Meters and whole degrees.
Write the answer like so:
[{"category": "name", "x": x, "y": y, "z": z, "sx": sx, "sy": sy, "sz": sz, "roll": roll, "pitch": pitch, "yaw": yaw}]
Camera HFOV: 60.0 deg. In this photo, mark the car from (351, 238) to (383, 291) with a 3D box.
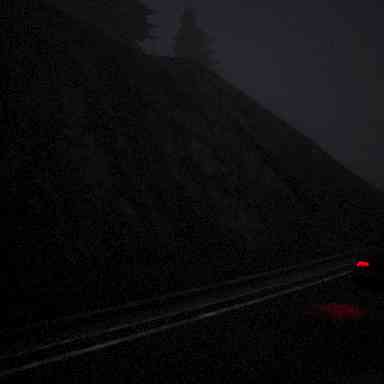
[{"category": "car", "x": 5.901, "y": 1.583, "z": 8.241, "sx": 5.357, "sy": 1.411, "sz": 2.033, "roll": 0, "pitch": -1, "yaw": -41}]
